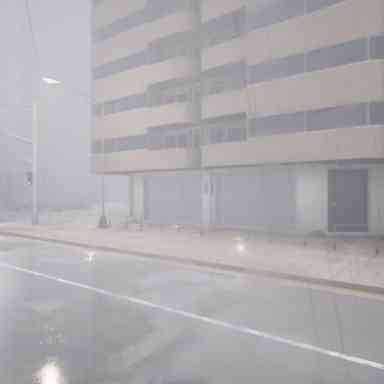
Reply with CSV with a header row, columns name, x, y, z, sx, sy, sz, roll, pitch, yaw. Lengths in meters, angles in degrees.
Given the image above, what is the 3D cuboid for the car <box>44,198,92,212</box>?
name,x,y,z,sx,sy,sz,roll,pitch,yaw
car,-13.769,1.482,38.051,1.837,1.490,4.892,0,1,37

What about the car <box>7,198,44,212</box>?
name,x,y,z,sx,sy,sz,roll,pitch,yaw
car,-18.322,1.484,37.786,1.837,1.490,4.892,0,0,37
